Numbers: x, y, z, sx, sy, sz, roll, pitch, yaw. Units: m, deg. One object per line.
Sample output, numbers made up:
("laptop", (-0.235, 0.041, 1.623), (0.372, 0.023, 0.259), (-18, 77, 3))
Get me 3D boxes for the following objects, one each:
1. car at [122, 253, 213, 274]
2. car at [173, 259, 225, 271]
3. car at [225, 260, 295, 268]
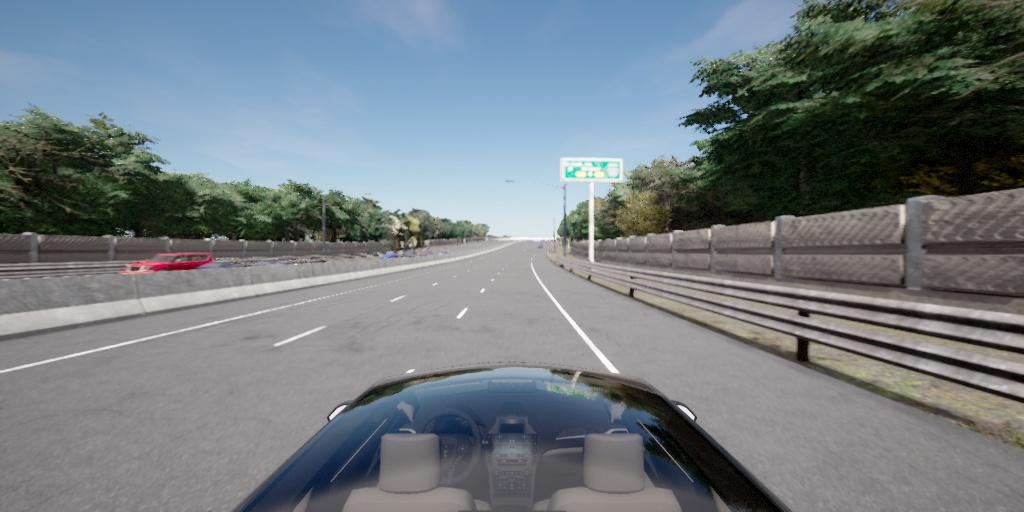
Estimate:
("car", (-24.333, 0.776, 25.858), (2.150, 2.045, 5.566), (0, 1, 1))
("car", (-20.837, 1.127, 25.380), (1.994, 1.385, 4.181), (0, 1, 1))
("car", (-17.332, 1.052, 25.666), (2.128, 1.511, 4.902), (0, 1, 1))
